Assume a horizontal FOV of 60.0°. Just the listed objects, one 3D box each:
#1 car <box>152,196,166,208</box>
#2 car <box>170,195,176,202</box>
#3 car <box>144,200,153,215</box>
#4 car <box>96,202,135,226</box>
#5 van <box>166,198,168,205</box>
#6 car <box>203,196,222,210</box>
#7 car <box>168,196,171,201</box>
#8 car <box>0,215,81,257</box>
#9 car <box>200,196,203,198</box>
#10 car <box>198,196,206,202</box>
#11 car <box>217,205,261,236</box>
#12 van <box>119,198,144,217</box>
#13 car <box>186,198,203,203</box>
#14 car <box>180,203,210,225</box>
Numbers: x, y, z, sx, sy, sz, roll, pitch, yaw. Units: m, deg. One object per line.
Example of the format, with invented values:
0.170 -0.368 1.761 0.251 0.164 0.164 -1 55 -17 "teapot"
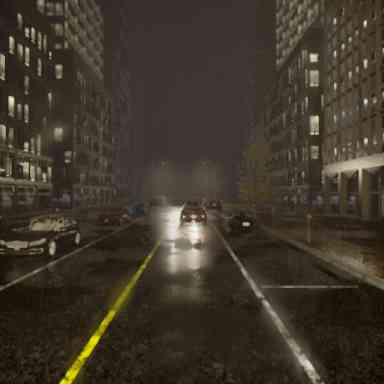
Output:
-5.674 1.665 52.827 1.967 1.590 4.097 0 0 0 "car"
-5.667 1.881 86.809 1.752 1.417 4.829 0 0 0 "car"
-5.678 1.738 35.751 1.802 1.307 4.206 0 0 0 "car"
-5.681 1.653 24.366 1.887 1.381 4.507 0 0 0 "car"
-5.672 1.588 58.520 1.690 1.788 3.998 0 0 0 "van"
2.704 1.620 41.427 1.967 1.590 4.097 0 0 0 "car"
-5.672 1.835 64.212 1.947 1.339 4.313 0 0 0 "car"
-5.684 1.610 12.982 2.008 1.369 4.403 0 0 0 "car"
2.708 1.773 58.673 1.752 1.417 4.829 0 0 0 "car"
2.714 1.796 86.962 1.967 1.590 4.097 0 0 0 "car"
2.698 1.650 18.660 1.947 1.339 4.313 0 0 0 "car"
-5.679 1.474 30.060 1.690 1.788 3.998 0 0 0 "van"
0.110 1.744 41.518 1.994 1.385 4.181 0 0 0 "car"
0.106 1.711 24.798 1.895 1.301 4.718 0 0 0 "car"
